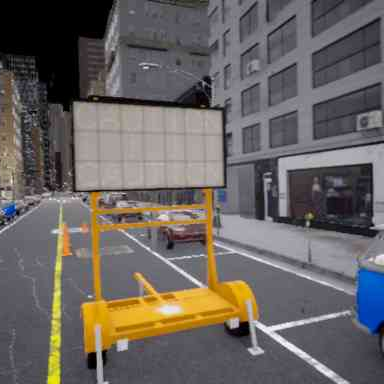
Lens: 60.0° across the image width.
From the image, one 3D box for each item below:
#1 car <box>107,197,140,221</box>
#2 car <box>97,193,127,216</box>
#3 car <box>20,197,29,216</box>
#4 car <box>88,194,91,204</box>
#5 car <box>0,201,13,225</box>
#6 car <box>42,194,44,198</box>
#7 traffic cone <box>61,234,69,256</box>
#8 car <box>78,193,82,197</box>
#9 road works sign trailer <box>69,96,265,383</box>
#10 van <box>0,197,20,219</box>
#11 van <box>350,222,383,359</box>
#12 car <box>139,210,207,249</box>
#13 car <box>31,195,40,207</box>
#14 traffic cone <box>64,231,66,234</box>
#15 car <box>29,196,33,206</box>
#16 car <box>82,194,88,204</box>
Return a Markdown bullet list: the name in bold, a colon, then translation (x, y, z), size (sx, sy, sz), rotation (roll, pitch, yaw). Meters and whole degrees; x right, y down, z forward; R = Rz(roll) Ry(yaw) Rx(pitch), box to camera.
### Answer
- **car**: translation (-4.615, 1.274, 23.432), size (1.802, 1.307, 4.206), rotation (-2, 1, -21)
- **car**: translation (-6.628, 0.970, 28.550), size (2.192, 1.841, 5.009), rotation (-2, 1, -21)
- **car**: translation (-16.561, 1.458, 30.575), size (1.947, 1.339, 4.313), rotation (-2, 1, -21)
- **car**: translation (-10.634, 1.023, 38.799), size (1.967, 1.590, 4.097), rotation (-2, 1, -21)
- **car**: translation (-12.552, 1.516, 20.328), size (2.008, 1.369, 4.403), rotation (-2, 1, -21)
- **car**: translation (-26.589, 1.156, 56.187), size (1.967, 1.590, 4.097), rotation (-2, 1, -21)
- **traffic cone**: translation (-4.323, 1.856, 11.387), size (0.340, 0.580, 0.340), rotation (-2, 1, -21)
- **car**: translation (-18.649, 1.009, 59.293), size (1.947, 1.339, 4.313), rotation (-2, 1, -21)
- **road works sign trailer**: translation (-0.626, 0.373, 5.306), size (2.380, 3.560, 2.880), rotation (-2, 1, -21)
- **van**: translation (-14.563, 1.270, 25.447), size (1.690, 1.788, 3.998), rotation (-2, 1, -21)
- **van**: translation (3.396, 1.182, 2.936), size (1.690, 1.788, 3.998), rotation (-2, 1, -21)
- **car**: translation (-0.606, 1.348, 13.186), size (1.802, 1.307, 4.206), rotation (-2, 1, -21)
- **car**: translation (-22.575, 1.352, 45.943), size (1.947, 1.339, 4.313), rotation (-2, 1, -21)
- **traffic cone**: translation (-5.052, 1.842, 13.250), size (0.340, 0.580, 0.340), rotation (-2, 1, -21)
- **car**: translation (-18.565, 1.439, 35.698), size (1.802, 1.307, 4.206), rotation (-2, 1, -21)
- **car**: translation (-14.640, 1.063, 49.047), size (2.008, 1.369, 4.403), rotation (-2, 1, -21)
